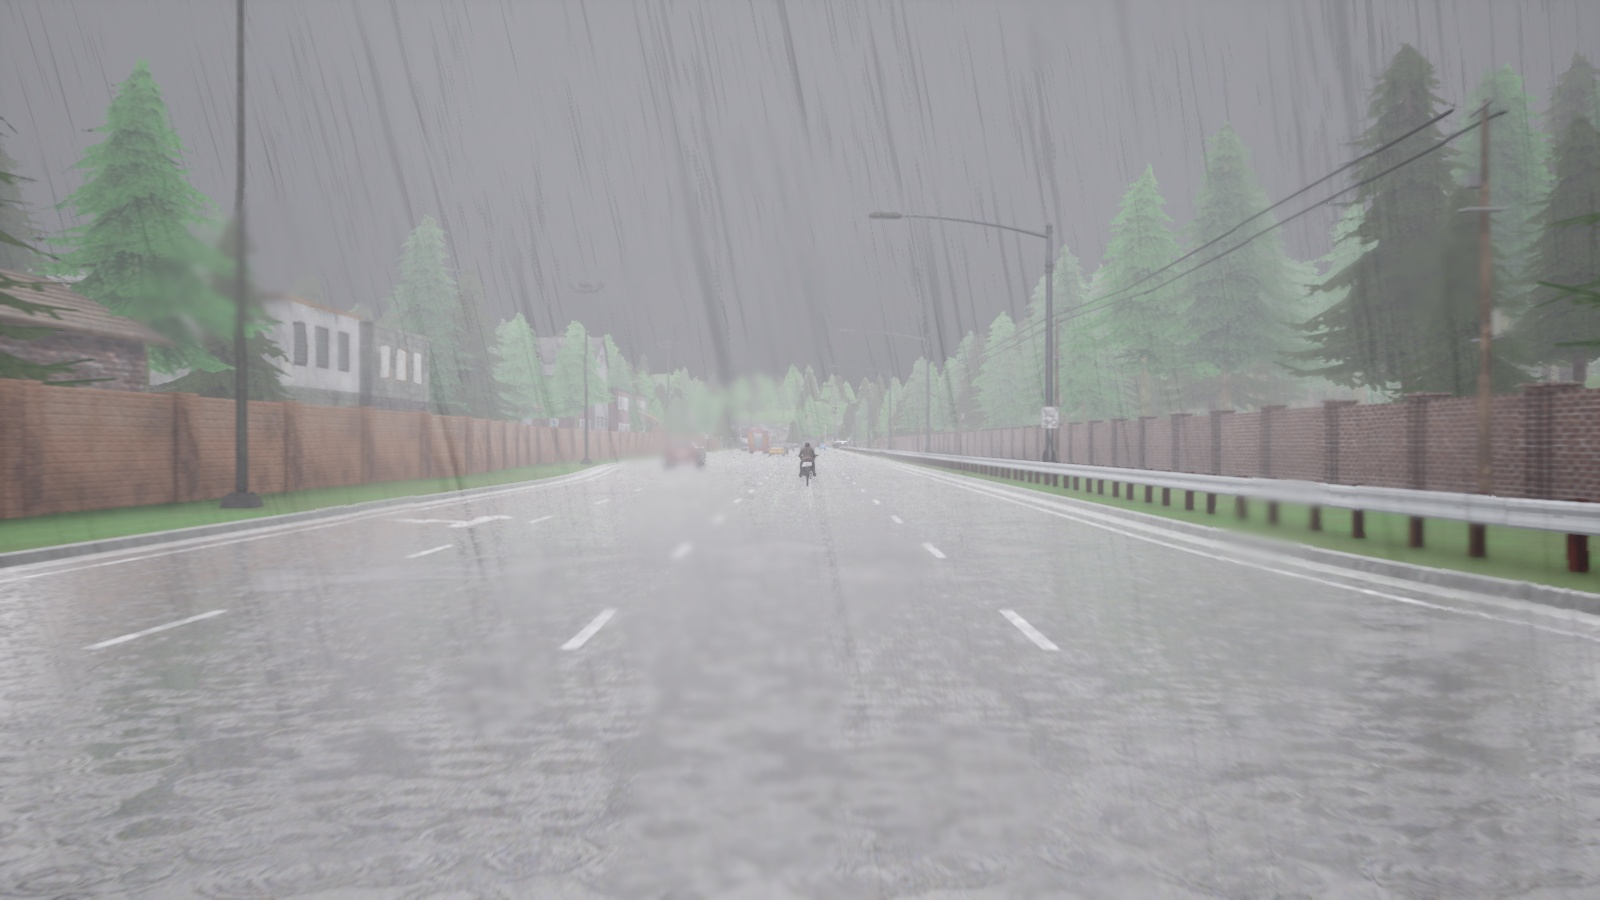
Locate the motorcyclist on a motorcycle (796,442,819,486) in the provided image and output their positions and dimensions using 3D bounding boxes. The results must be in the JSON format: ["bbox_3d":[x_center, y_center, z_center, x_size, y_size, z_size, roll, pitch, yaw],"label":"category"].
[{"bbox_3d":[0.267,0.490,44.349,0.797,1.523,2.044,0,0,0],"label":"motorcyclist on a motorcycle"}]

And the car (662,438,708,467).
[{"bbox_3d":[-6.573,0.130,72.482,2.152,1.651,5.027,0,0,0],"label":"car"}]
